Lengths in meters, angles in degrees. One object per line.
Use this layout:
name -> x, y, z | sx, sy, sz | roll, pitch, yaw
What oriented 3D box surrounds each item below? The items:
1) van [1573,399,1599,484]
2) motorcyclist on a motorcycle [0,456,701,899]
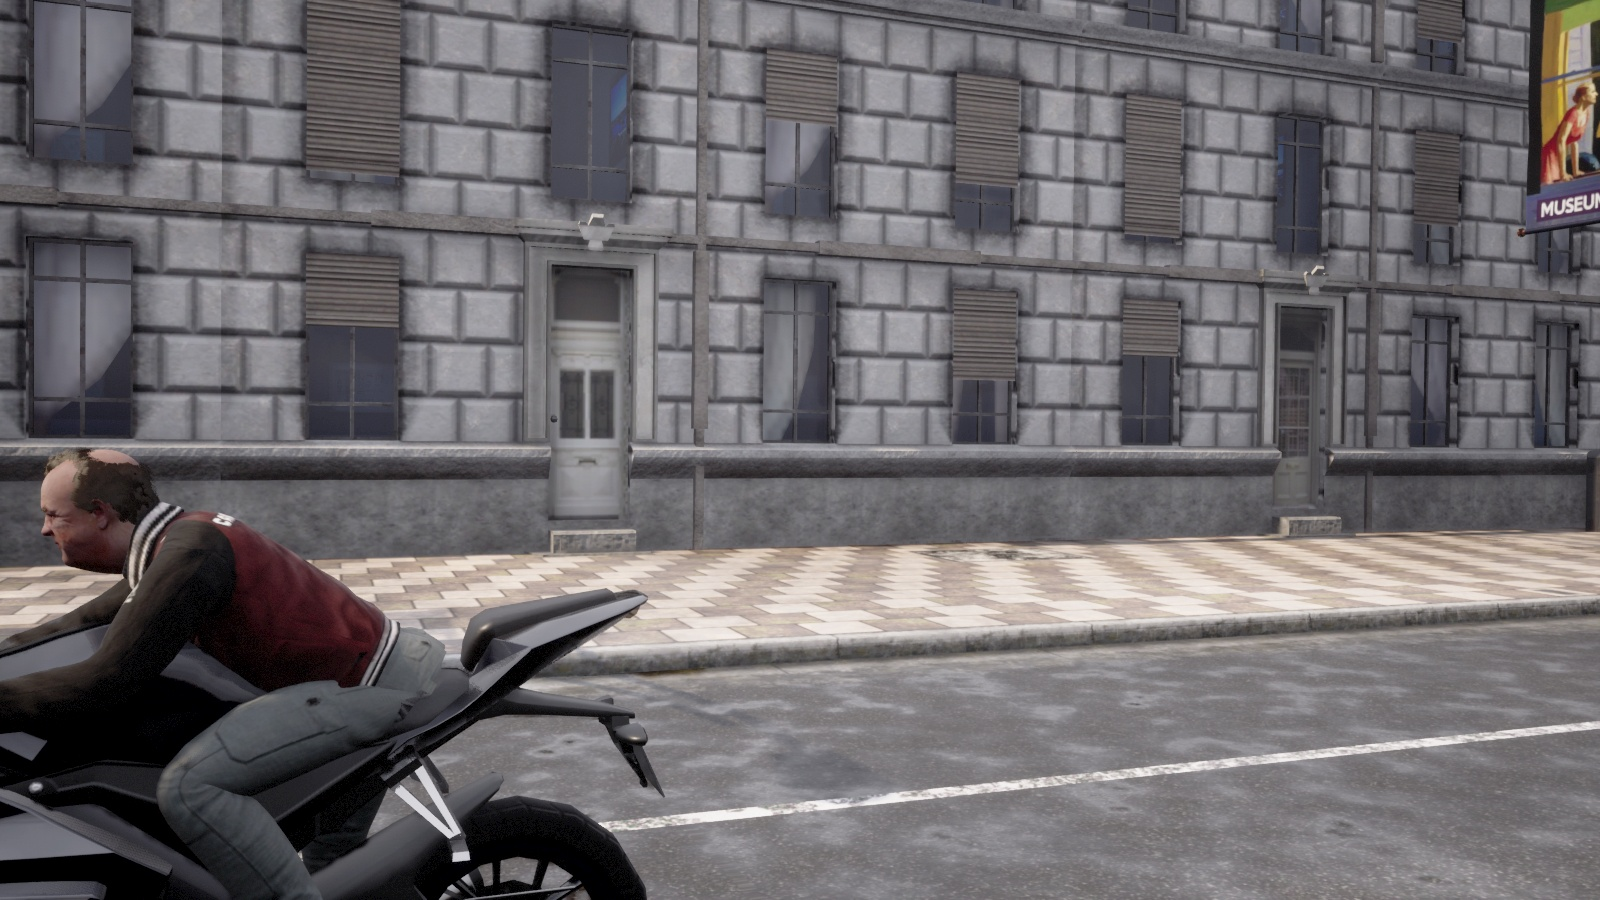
van -> 20.569, -0.176, 28.791 | 2.069, 2.038, 4.480 | -1, 2, -21
motorcyclist on a motorcycle -> -1.392, 0.804, 2.711 | 2.191, 1.530, 0.866 | -1, 1, -21
